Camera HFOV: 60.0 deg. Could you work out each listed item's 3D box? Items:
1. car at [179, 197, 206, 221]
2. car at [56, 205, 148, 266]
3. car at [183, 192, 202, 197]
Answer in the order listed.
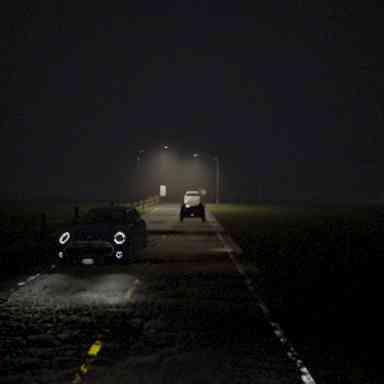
[{"bbox_3d":[0.049,1.373,25.571,2.128,1.511,4.902,0,0,0],"label":"car"},{"bbox_3d":[-2.825,1.300,11.357,2.097,1.767,4.553,0,0,1],"label":"car"},{"bbox_3d":[0.078,1.007,43.440,2.150,2.045,5.566,0,0,0],"label":"car"}]
